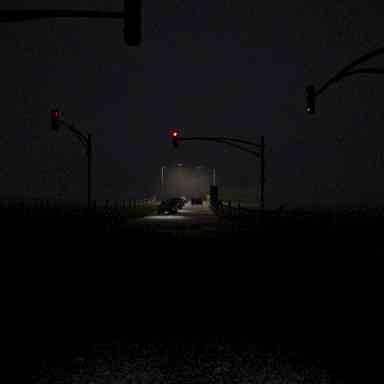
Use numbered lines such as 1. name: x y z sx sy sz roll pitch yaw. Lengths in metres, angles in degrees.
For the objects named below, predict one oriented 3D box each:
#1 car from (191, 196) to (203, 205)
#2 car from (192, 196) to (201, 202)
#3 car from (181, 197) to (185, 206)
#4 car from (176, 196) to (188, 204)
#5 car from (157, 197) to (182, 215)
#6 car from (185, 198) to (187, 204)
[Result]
1. car: 0.885 1.492 57.962 1.882 1.535 5.008 0 0 1
2. car: 1.065 1.617 75.951 1.895 1.301 4.718 0 0 1
3. car: -2.265 1.514 43.957 1.837 1.490 4.892 0 0 1
4. car: -1.924 1.581 63.810 1.994 1.385 4.181 0 0 2
5. car: -2.414 1.553 34.180 2.033 1.411 5.357 0 0 0
6. car: -2.122 1.560 53.805 2.033 1.411 5.357 0 0 1
